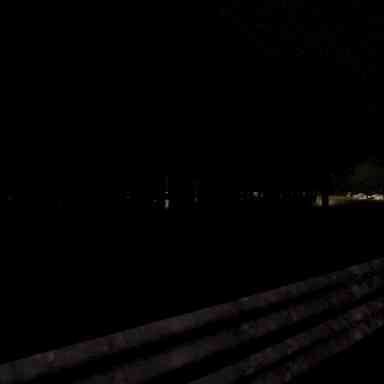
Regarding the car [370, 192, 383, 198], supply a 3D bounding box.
[{"bbox_3d":[37.847,0.656,67.778,1.882,1.535,5.008,0,1,16],"label":"car"}]
